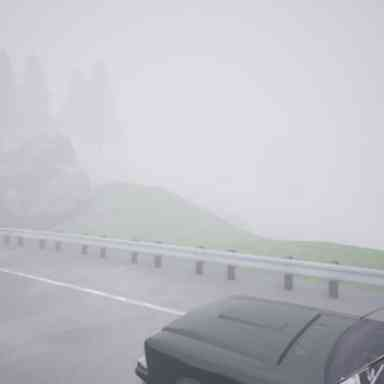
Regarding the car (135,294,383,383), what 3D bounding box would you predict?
[{"bbox_3d":[1.787,1.593,2.634,4.718,1.301,1.895,0,0,36],"label":"car"}]
